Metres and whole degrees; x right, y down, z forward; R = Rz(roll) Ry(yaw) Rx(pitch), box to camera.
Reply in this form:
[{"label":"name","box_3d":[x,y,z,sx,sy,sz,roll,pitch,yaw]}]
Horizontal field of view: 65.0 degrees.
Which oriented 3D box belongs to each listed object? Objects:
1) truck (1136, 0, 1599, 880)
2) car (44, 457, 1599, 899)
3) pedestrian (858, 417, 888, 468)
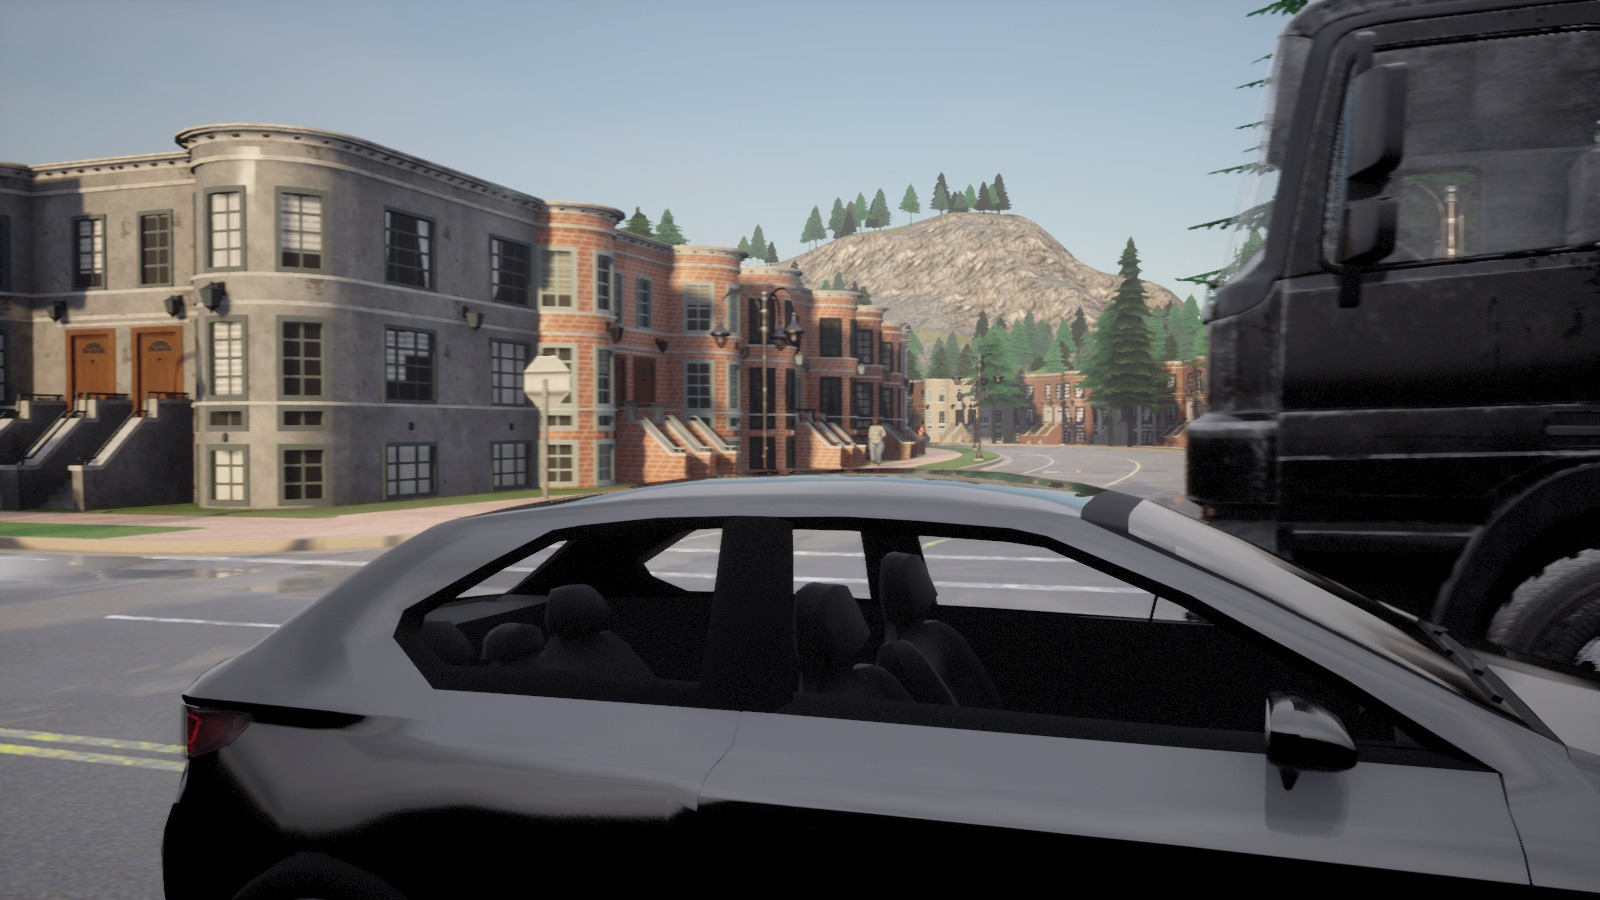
[{"label":"truck","box_3d":[5.545,-0.215,5.005,7.936,3.462,2.891,1,1,19]},{"label":"car","box_3d":[0.595,0.794,2.993,4.193,1.474,1.816,1,1,19]},{"label":"pedestrian","box_3d":[2.702,-0.275,46.242,0.874,1.855,0.900,1,1,19]}]
